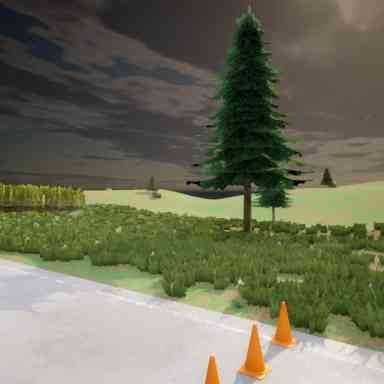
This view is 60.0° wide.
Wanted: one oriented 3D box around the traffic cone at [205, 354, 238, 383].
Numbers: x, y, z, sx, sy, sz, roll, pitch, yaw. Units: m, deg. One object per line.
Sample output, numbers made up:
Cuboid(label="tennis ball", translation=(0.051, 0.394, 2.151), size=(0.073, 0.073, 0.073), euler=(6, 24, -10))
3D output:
Cuboid(label="traffic cone", translation=(0.209, 1.955, 3.385), size=(0.340, 0.580, 0.340), euler=(0, 0, 36))

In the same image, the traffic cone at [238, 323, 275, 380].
Cuboid(label="traffic cone", translation=(0.793, 1.955, 4.196), size=(0.340, 0.580, 0.340), euler=(0, 0, 36))

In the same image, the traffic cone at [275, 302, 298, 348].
Cuboid(label="traffic cone", translation=(1.378, 1.955, 5.007), size=(0.340, 0.580, 0.340), euler=(0, 0, 36))
